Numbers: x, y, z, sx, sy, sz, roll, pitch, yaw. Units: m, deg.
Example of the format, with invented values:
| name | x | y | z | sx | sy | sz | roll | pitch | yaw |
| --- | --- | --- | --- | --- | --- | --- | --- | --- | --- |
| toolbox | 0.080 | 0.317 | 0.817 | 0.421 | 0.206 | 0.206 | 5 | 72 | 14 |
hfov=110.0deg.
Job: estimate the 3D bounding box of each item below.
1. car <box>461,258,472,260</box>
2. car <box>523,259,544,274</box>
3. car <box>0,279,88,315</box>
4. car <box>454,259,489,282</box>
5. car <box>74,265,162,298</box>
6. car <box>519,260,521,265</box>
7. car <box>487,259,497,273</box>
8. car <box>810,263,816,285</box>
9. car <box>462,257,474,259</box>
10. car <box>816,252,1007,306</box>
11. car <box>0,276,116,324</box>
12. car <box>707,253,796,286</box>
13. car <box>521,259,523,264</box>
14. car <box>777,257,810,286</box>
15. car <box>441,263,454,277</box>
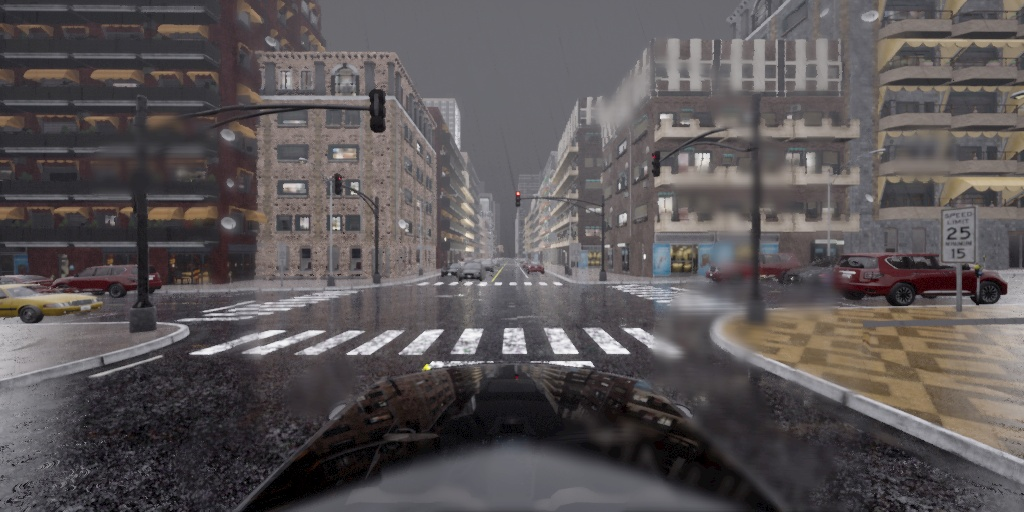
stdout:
| name | x | y | z | sx | sy | sz | roll | pitch | yaw |
| --- | --- | --- | --- | --- | --- | --- | --- | --- | --- |
| car | -5.774 | 1.282 | 40.676 | 1.751 | 1.417 | 4.829 | 0 | 0 | 0 |
| car | 2.606 | 1.197 | 40.866 | 1.967 | 1.591 | 4.097 | 0 | 0 | 0 |
| car | -21.681 | 1.725 | 15.358 | 4.718 | 1.301 | 1.895 | -1 | 0 | -1 |
| car | -3.157 | 1.258 | 28.804 | 1.837 | 1.490 | 4.892 | 0 | 0 | 0 |
| car | -23.640 | 1.462 | 21.095 | 5.009 | 1.841 | 2.192 | 0 | 0 | -1 |
| car | 2.570 | 1.347 | 57.913 | 1.802 | 1.307 | 4.207 | 0 | 0 | 0 |
| car | -3.187 | 1.235 | 43.521 | 1.882 | 1.535 | 5.008 | 0 | 0 | 0 |
| car | 16.924 | 0.959 | 15.912 | 5.357 | 1.411 | 2.033 | -1 | 0 | 1 |
| car | -5.786 | 1.074 | 46.528 | 2.192 | 1.841 | 5.009 | 0 | 0 | 0 |
| car | 14.686 | 0.774 | 13.164 | 5.009 | 1.841 | 2.192 | 0 | 0 | -1 |
| car | -17.654 | 1.585 | 12.812 | 4.829 | 1.417 | 1.751 | 0 | 0 | -1 |
| car | 14.533 | 0.758 | 21.543 | 5.009 | 1.841 | 2.192 | 0 | 0 | -1 |
| car | 2.594 | 1.199 | 46.548 | 1.967 | 1.591 | 4.097 | 0 | 0 | 0 |
| car | 17.275 | 0.902 | 18.981 | 4.892 | 1.490 | 1.837 | -1 | 0 | -1 |
| car | -5.762 | 1.321 | 35.163 | 1.948 | 1.339 | 4.313 | 0 | 0 | 0 |
